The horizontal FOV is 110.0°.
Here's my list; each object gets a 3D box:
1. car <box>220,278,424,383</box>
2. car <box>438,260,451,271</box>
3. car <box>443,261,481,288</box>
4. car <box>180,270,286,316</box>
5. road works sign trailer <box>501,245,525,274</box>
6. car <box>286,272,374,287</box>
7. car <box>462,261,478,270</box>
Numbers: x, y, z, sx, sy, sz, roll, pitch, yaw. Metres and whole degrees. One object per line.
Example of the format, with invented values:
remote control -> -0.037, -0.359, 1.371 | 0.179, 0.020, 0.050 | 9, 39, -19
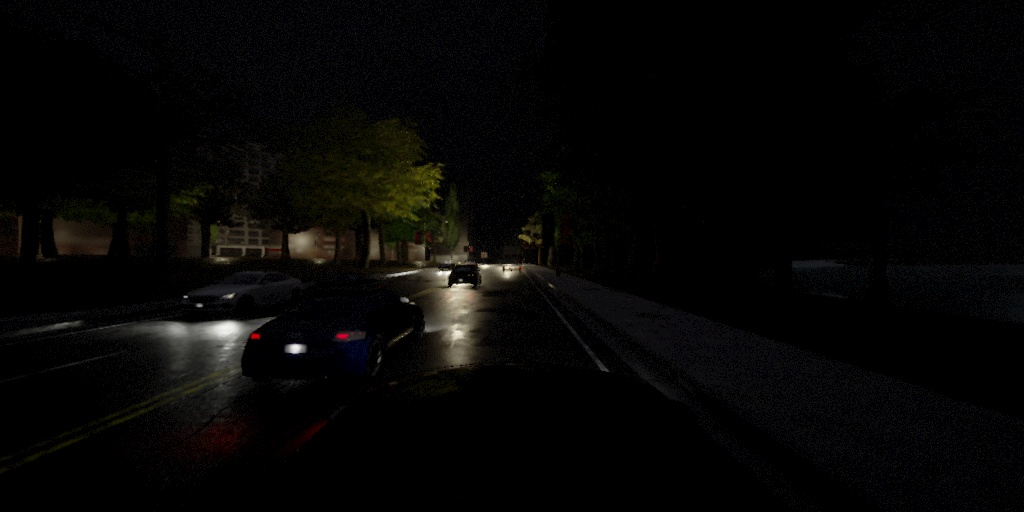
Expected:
car -> -3.150, 1.317, 7.221 | 1.994, 1.385, 4.181 | 0, 0, 0
car -> -9.814, 1.385, 53.677 | 2.128, 1.511, 4.902 | 0, 0, 0
car -> -3.149, 1.306, 24.282 | 1.812, 1.442, 4.674 | 0, 0, 0
car -> -9.849, 1.285, 13.625 | 1.812, 1.442, 4.674 | 0, 0, 0
road works sign trailer -> 0.002, 0.314, 44.024 | 2.380, 3.560, 2.880 | 0, 0, 0
car -> -6.599, 1.324, 14.265 | 1.994, 1.385, 4.181 | 0, 0, 0
car -> -6.552, 1.507, 56.308 | 1.895, 1.301, 4.718 | 0, 0, 1
